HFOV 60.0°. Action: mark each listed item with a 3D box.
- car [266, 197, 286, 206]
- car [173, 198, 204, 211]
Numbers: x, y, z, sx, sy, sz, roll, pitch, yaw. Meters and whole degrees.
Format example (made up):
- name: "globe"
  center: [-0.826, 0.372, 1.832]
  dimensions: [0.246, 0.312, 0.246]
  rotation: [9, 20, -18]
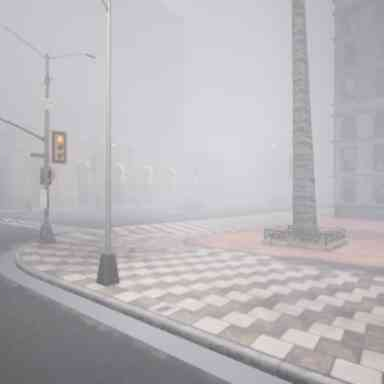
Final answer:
- name: "car"
  center: [14.764, 1.596, 58.243]
  dimensions: [1.837, 1.490, 4.892]
  rotation: [0, 0, 41]
- name: "car"
  center: [-0.353, 1.519, 41.151]
  dimensions: [1.812, 1.442, 4.674]
  rotation: [0, 0, 41]
